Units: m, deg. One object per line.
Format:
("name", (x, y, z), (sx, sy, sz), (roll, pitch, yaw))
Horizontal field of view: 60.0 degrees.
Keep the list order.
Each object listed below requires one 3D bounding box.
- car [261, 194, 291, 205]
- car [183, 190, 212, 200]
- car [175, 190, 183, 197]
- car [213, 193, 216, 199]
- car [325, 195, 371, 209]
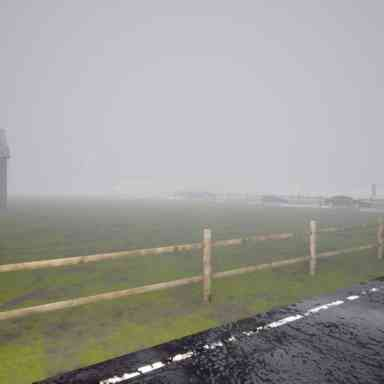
("car", (11.724, 1.009, 46.592), (1.994, 1.385, 4.181), (0, 1, -35))
("car", (0.951, 0.590, 61.775), (1.882, 1.535, 5.008), (0, 1, -35))
("car", (-1.836, 0.362, 71.785), (1.837, 1.490, 4.892), (0, 1, -36))
("car", (2.729, 0.597, 65.443), (1.837, 1.490, 4.892), (0, 1, -35))
("car", (17.774, 1.112, 38.108), (1.882, 1.535, 5.008), (0, 1, -35))
